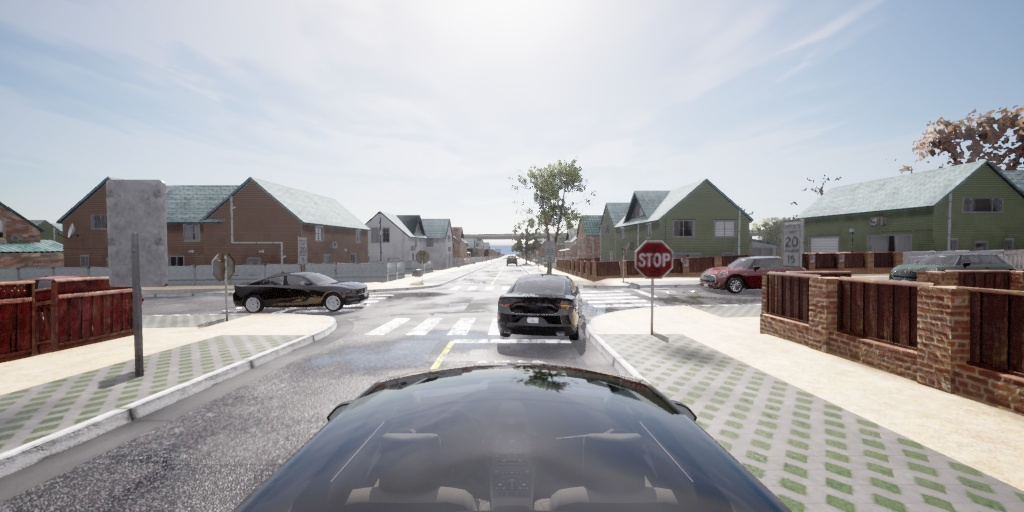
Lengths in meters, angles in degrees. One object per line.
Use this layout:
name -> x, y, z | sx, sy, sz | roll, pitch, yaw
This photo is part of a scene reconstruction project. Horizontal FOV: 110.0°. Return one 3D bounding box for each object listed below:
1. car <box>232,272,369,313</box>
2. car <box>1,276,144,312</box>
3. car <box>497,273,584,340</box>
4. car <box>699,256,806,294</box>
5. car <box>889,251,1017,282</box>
car -> -8.469, 1.377, 14.611 | 5.008, 1.535, 1.882 | -1, 2, 0
car -> -18.022, 1.547, 14.547 | 5.008, 1.535, 1.882 | -1, 2, 0
car -> 0.957, 1.225, 10.085 | 1.882, 1.535, 5.008 | 0, 0, 12
car -> 11.805, 0.820, 17.695 | 4.553, 1.767, 2.097 | -1, 2, 0
car -> 21.700, 0.646, 17.767 | 4.553, 1.767, 2.097 | -1, 2, 0
